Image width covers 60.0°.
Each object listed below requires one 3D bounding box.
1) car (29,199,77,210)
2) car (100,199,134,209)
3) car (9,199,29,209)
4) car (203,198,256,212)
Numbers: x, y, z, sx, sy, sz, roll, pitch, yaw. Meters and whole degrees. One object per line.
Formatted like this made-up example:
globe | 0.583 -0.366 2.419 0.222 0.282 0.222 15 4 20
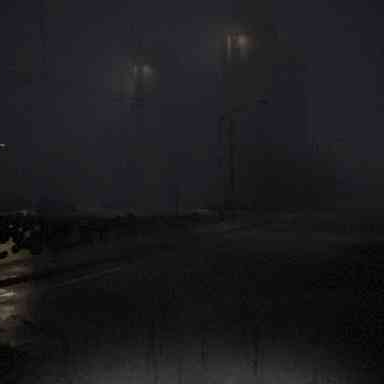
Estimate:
car | -15.441 1.624 38.029 2.242 1.667 4.611 -1 0 35
car | -9.855 1.607 43.606 4.718 1.301 1.895 -1 0 35
car | -25.538 1.807 49.950 4.892 1.490 1.837 -1 0 35
car | 3.829 1.312 34.276 5.357 1.411 2.033 -1 0 35
